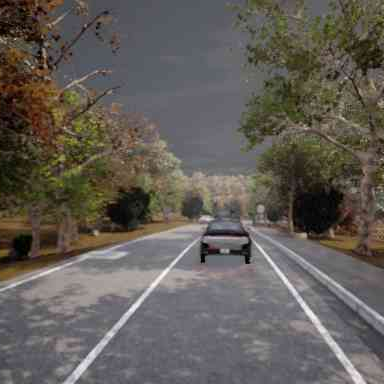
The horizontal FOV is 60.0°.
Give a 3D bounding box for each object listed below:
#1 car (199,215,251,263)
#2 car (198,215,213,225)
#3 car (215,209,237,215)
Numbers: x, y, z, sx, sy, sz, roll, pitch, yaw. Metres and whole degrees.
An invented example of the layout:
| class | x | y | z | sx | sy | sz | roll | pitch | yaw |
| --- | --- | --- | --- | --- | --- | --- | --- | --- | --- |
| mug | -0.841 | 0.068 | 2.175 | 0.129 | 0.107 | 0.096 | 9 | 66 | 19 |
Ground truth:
| class | x | y | z | sx | sy | sz | roll | pitch | yaw |
| --- | --- | --- | --- | --- | --- | --- | --- | --- | --- |
| car | 1.368 | 1.866 | 13.517 | 2.128 | 1.511 | 4.902 | 0 | -3 | 6 |
| car | 2.247 | 4.598 | 54.366 | 1.812 | 1.442 | 4.674 | 0 | -5 | 9 |
| car | 2.893 | 2.509 | 28.019 | 2.150 | 2.045 | 5.566 | 0 | -4 | 7 |
